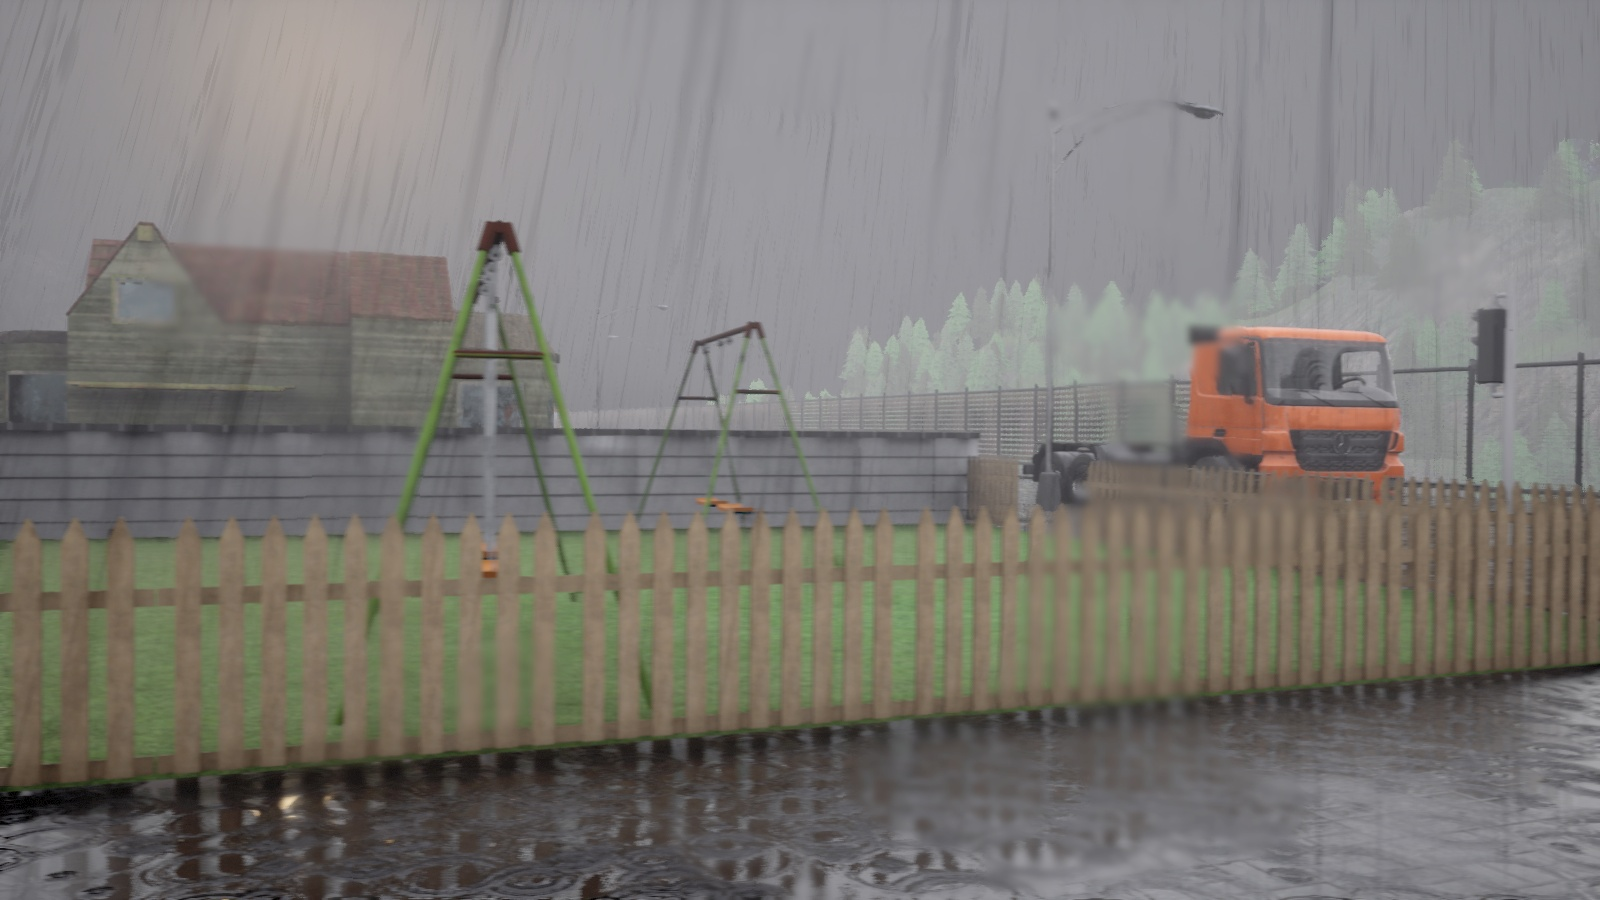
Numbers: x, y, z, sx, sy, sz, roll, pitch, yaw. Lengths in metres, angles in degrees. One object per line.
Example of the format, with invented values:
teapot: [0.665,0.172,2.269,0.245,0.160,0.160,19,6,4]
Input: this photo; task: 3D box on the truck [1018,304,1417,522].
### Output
truck: [7.524,-0.658,24.152,2.891,3.462,7.936,-1,1,-21]
